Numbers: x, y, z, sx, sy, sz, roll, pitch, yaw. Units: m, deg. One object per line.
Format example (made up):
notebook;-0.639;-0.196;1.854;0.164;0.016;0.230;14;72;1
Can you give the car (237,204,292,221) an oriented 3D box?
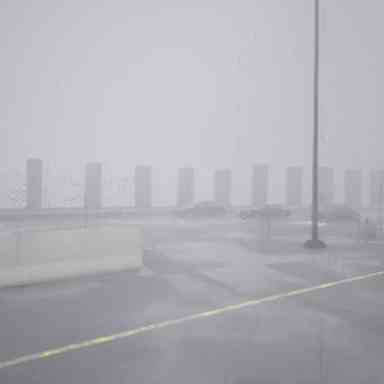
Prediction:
car;6.130;1.722;28.237;4.718;1.301;1.895;1;0;-29

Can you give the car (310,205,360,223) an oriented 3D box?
car;11.708;1.735;27.251;4.181;1.385;1.994;1;0;-27

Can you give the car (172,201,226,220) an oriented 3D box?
car;0.658;1.550;29.166;5.008;1.535;1.882;0;0;-30
